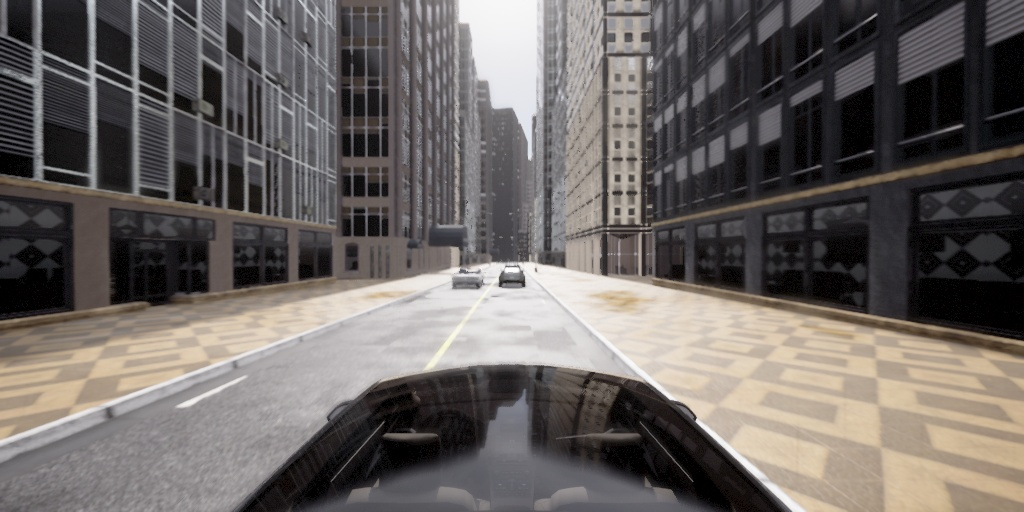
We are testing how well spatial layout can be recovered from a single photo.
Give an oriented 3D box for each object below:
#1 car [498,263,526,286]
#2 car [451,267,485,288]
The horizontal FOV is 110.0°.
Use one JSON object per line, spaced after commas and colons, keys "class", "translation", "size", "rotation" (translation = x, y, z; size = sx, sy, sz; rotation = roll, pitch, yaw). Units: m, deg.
{"class": "car", "translation": [0.024, 1.458, 26.863], "size": [1.994, 1.385, 4.181], "rotation": [0, 0, 1]}
{"class": "car", "translation": [-3.005, 1.485, 25.210], "size": [1.895, 1.301, 4.718], "rotation": [0, 0, 0]}
